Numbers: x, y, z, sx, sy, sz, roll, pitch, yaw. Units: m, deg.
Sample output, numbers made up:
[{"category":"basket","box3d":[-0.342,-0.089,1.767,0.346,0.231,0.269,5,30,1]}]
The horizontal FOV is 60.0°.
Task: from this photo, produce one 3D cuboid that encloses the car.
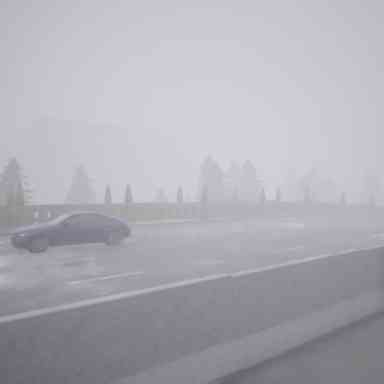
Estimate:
[{"category":"car","box3d":[-4.746,1.522,13.506,4.674,1.442,1.812,0,0,-35]}]
